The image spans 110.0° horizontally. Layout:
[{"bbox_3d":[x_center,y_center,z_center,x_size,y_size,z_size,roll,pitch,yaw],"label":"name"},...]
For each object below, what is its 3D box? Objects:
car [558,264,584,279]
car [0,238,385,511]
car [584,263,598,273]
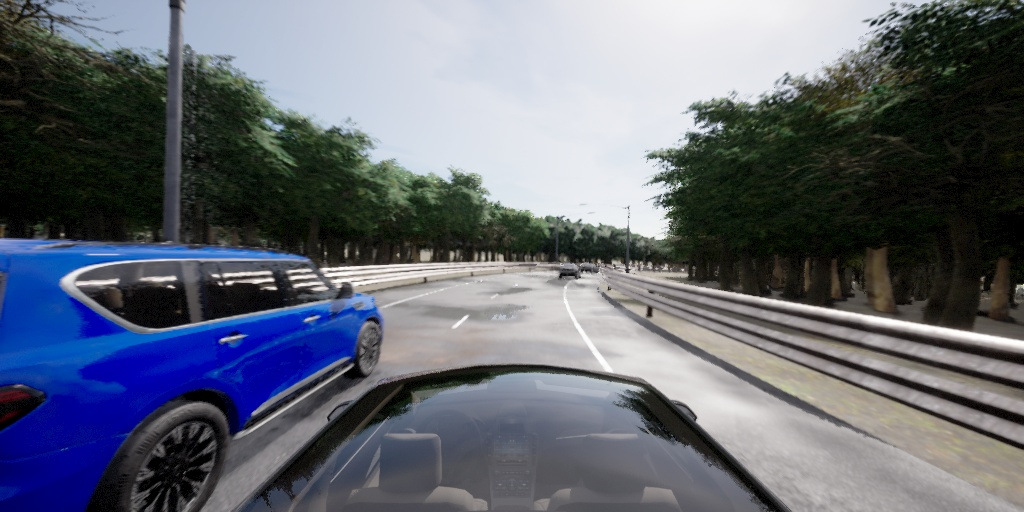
[{"bbox_3d":[5.875,1.527,36.225,1.837,1.490,4.892,1,0,16],"label":"car"},{"bbox_3d":[-3.341,0.906,4.035,2.150,2.045,5.566,1,0,0],"label":"car"},{"bbox_3d":[11.929,1.877,55.619,1.837,1.490,4.892,1,-1,28],"label":"car"}]
